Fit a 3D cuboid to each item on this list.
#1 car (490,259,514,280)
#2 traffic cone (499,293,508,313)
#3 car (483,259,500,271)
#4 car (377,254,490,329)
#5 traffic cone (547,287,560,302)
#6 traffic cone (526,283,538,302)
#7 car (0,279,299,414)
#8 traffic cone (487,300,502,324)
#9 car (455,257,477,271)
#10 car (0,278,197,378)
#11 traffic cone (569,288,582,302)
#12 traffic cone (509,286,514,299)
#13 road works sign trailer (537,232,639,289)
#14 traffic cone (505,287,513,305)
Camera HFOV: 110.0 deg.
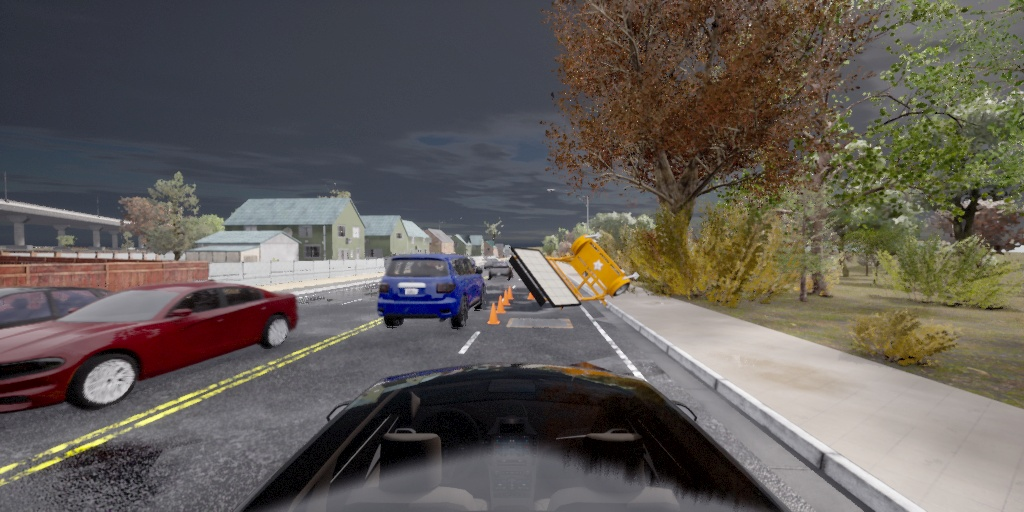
[{"bbox_3d":[-0.833,1.210,30.518,2.128,1.511,4.902,0,0,4],"label":"car"},{"bbox_3d":[-0.397,1.696,12.666,0.340,0.580,0.340,0,0,4],"label":"traffic cone"},{"bbox_3d":[-2.816,1.186,50.154,1.837,1.490,4.892,0,0,4],"label":"car"},{"bbox_3d":[-2.261,0.963,11.462,2.150,2.045,5.566,0,0,4],"label":"car"},{"bbox_3d":[1.895,1.692,16.506,0.340,0.580,0.340,0,0,4],"label":"traffic cone"},{"bbox_3d":[0.899,1.692,16.580,0.340,0.580,0.340,0,0,4],"label":"traffic cone"},{"bbox_3d":[-6.101,1.224,6.406,1.882,1.535,5.008,0,0,4],"label":"car"},{"bbox_3d":[-0.547,1.698,10.671,0.340,0.580,0.340,0,0,4],"label":"traffic cone"},{"bbox_3d":[-6.196,1.037,48.547,2.097,1.767,4.553,0,0,4],"label":"car"},{"bbox_3d":[-9.347,1.294,6.650,2.033,1.411,5.357,0,0,5],"label":"car"},{"bbox_3d":[2.893,1.692,16.430,0.340,0.580,0.340,0,0,4],"label":"traffic cone"},{"bbox_3d":[-0.098,1.692,16.654,0.340,0.580,0.340,0,0,4],"label":"traffic cone"},{"bbox_3d":[2.865,-0.846,12.901,2.880,3.560,2.380,0,0,-41],"label":"road works sign trailer"},{"bbox_3d":[-0.248,1.694,14.660,0.340,0.580,0.340,0,0,4],"label":"traffic cone"}]
